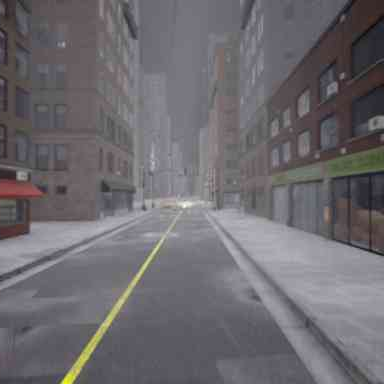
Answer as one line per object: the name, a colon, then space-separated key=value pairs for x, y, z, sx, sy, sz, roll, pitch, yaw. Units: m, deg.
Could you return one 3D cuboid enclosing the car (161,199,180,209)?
car: x=-3.001 y=1.657 z=43.641 sx=1.882 sy=1.535 sz=5.008 roll=0 pitch=-1 yaw=0
